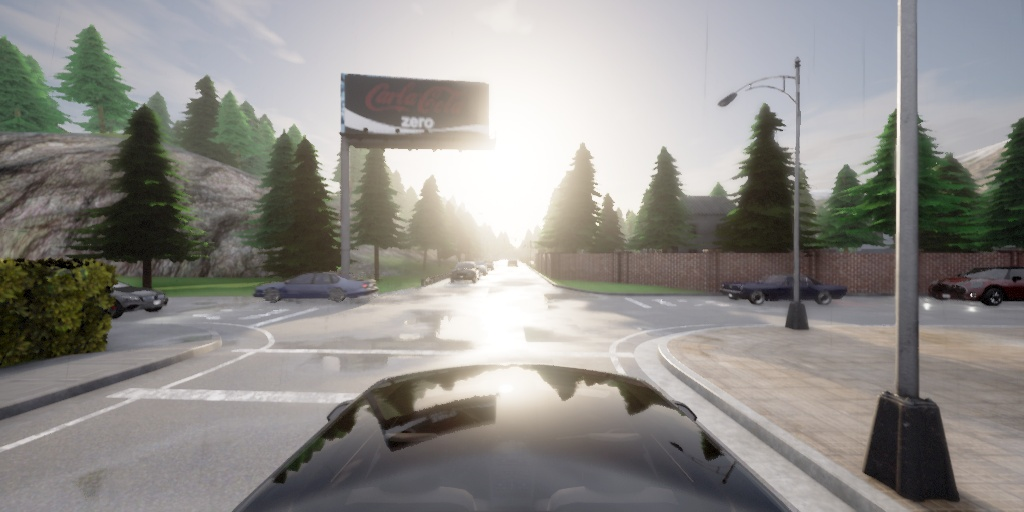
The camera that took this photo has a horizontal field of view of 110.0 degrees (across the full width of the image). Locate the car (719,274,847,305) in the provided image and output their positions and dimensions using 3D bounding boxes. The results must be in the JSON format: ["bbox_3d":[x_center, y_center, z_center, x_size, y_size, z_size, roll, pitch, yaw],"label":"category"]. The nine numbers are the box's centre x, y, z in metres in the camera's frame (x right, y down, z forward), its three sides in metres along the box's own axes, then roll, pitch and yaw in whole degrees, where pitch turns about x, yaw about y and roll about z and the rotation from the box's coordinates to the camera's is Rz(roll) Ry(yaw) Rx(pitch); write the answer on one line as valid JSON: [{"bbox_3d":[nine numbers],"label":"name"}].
[{"bbox_3d":[12.334,1.516,16.590,4.718,1.301,1.895,0,0,1],"label":"car"}]

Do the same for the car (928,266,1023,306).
[{"bbox_3d":[22.184,1.267,16.416,4.553,1.767,2.097,0,0,1],"label":"car"}]

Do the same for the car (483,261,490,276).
[{"bbox_3d":[-3.583,1.248,37.767,1.812,1.442,4.674,0,0,0],"label":"car"}]

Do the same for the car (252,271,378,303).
[{"bbox_3d":[-9.399,1.462,17.402,5.357,1.411,2.033,0,0,-1],"label":"car"}]

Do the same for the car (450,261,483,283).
[{"bbox_3d":[-3.593,1.234,27.973,1.837,1.490,4.892,0,0,0],"label":"car"}]

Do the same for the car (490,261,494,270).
[{"bbox_3d":[-3.565,1.313,50.984,1.895,1.301,4.718,0,0,0],"label":"car"}]

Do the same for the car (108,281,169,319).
[{"bbox_3d":[-15.320,1.443,12.880,4.674,1.442,1.812,0,0,-6],"label":"car"}]
